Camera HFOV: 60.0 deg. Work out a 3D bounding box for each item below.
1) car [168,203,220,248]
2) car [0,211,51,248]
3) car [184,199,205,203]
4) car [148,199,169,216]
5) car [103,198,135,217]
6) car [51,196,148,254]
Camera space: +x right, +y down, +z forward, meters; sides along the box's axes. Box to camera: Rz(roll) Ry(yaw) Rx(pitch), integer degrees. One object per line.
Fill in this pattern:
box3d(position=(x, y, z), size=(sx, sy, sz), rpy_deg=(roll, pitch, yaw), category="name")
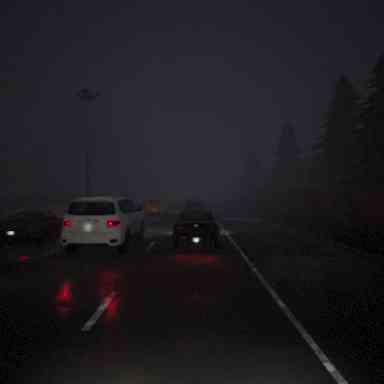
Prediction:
box3d(position=(0.166, 1.464, 14.459), size=(1.837, 1.490, 4.892), rpy_deg=(0, 0, 0), category="car")
box3d(position=(-6.833, 1.517, 14.591), size=(1.994, 1.385, 4.181), rpy_deg=(0, 0, 0), category="car")
box3d(position=(0.251, 1.388, 31.308), size=(1.882, 1.535, 5.008), rpy_deg=(0, 0, 0), category="car")
box3d(position=(-3.249, 1.385, 31.316), size=(1.882, 1.535, 5.008), rpy_deg=(0, 0, 0), category="car")
box3d(position=(-6.749, 1.382, 31.341), size=(1.882, 1.535, 5.008), rpy_deg=(0, 0, 0), category="car")
box3d(position=(-3.337, 1.181, 13.405), size=(2.150, 2.045, 5.566), rpy_deg=(0, 0, 0), category="car")
